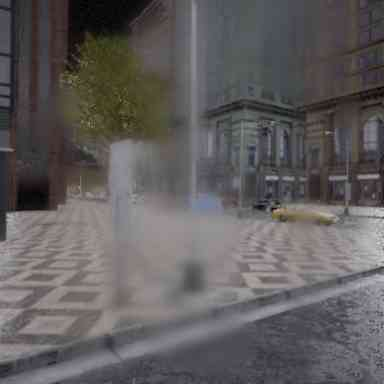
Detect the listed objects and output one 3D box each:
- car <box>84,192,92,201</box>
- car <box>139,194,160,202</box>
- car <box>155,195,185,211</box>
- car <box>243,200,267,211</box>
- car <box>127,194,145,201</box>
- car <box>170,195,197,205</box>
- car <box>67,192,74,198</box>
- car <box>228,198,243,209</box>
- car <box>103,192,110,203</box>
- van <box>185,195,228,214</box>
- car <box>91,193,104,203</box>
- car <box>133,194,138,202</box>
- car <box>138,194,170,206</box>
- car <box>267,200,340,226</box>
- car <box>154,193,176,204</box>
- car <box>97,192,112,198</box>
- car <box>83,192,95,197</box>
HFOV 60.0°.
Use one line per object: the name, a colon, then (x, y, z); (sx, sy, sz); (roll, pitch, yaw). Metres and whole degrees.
car: (-18.053, 0.963, 60.453); (2.008, 1.369, 4.403); (1, 0, -35)
car: (-7.853, 1.100, 60.776); (2.008, 1.369, 4.403); (1, 0, -35)
car: (-1.878, 1.363, 37.487); (2.008, 1.369, 4.403); (1, 0, -35)
car: (8.320, 1.504, 37.811); (1.947, 1.339, 4.313); (1, 0, -35)
car: (-11.088, 1.051, 65.368); (1.802, 1.307, 4.206); (1, 0, -35)
car: (-1.384, 1.263, 51.592); (2.008, 1.369, 4.403); (1, 0, -35)
car: (-27.754, 0.617, 74.231); (1.967, 1.590, 4.097); (1, 0, -35)
car: (5.087, 1.413, 42.404); (1.887, 1.381, 4.507); (1, 0, -35)
car: (-11.583, 1.125, 51.269); (2.008, 1.369, 4.403); (2, 0, -35)
van: (1.360, 1.224, 32.895); (1.690, 1.788, 3.998); (1, 0, -35)
car: (-14.818, 1.044, 55.861); (2.008, 1.369, 4.403); (2, 0, -35)
car: (-8.251, 1.184, 46.537); (1.752, 1.417, 4.829); (1, 0, -35)
car: (-5.249, 1.048, 46.938); (2.097, 1.767, 4.553); (0, 1, -35)
car: (7.926, 1.530, 23.565); (1.752, 1.417, 4.829); (1, 0, -35)
car: (-4.615, 1.070, 56.184); (1.967, 1.590, 4.097); (1, 0, -35)
car: (-20.790, 0.778, 79.143); (1.887, 1.381, 4.507); (1, 0, -35)
car: (-27.260, 0.662, 88.327); (1.802, 1.307, 4.206); (1, 0, -35)
